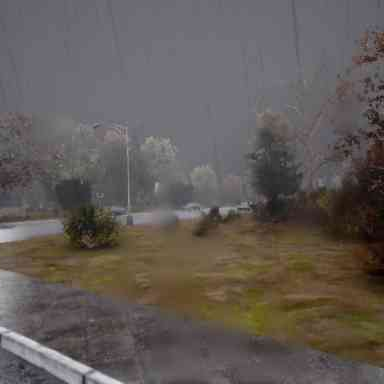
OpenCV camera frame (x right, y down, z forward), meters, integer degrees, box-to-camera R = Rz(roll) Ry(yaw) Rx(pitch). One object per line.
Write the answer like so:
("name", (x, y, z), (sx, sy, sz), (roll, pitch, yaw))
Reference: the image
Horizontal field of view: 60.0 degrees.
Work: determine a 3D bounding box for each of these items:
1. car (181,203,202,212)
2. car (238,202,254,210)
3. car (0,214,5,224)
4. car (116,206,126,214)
("car", (0.019, 2.633, 57.653), (1.837, 1.490, 4.892), (-3, -2, 32))
("car", (8.652, 2.206, 51.479), (1.994, 1.385, 4.181), (-3, -2, 32))
("car", (-18.730, 2.424, 28.495), (2.128, 1.511, 4.902), (-3, -2, 34))
("car", (-10.384, 2.465, 41.360), (2.128, 1.511, 4.902), (-3, -2, 32))
